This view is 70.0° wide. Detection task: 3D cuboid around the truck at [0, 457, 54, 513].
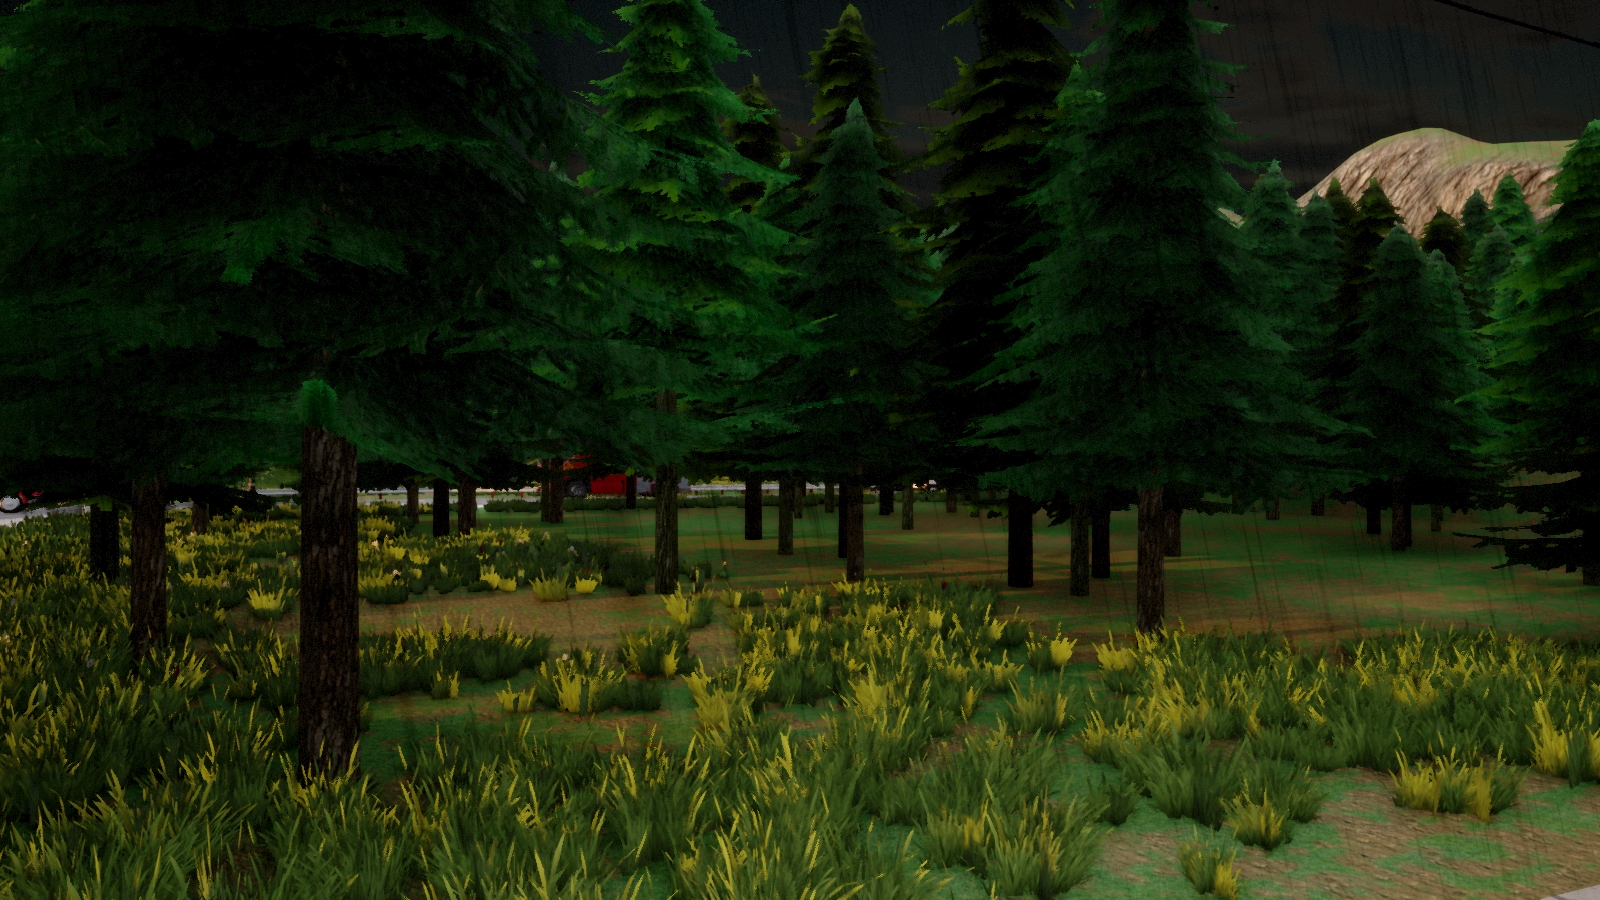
[{"bbox_3d":[-36.491,1.553,50.948,5.204,2.467,2.627,0,0,-28],"label":"truck"}]
